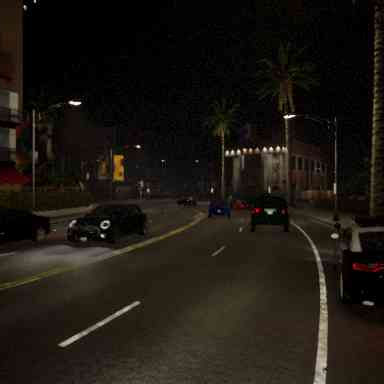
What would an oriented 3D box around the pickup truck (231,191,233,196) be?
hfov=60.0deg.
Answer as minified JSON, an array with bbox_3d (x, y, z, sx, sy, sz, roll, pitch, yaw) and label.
[{"bbox_3d":[11.490,1.070,75.492,2.390,2.098,6.274,0,0,37],"label":"pickup truck"}]

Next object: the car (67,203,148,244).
[{"bbox_3d":[-3.810,1.343,15.767,2.097,1.767,4.553,0,0,16],"label":"car"}]

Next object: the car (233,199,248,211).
[{"bbox_3d":[5.508,1.553,39.974,1.994,1.385,4.181,0,0,-7],"label":"car"}]

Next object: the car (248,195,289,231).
[{"bbox_3d":[4.757,1.217,20.725,2.150,2.045,5.566,0,0,11],"label":"car"}]

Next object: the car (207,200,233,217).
[{"bbox_3d":[2.446,1.468,30.818,1.882,1.535,5.008,0,0,3],"label":"car"}]

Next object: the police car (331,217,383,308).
[{"bbox_3d":[4.437,1.424,7.863,1.930,1.638,5.238,0,0,20],"label":"police car"}]

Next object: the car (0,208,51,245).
[{"bbox_3d":[-8.105,1.466,13.718,1.882,1.535,5.008,0,0,18],"label":"car"}]

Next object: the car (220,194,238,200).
[{"bbox_3d":[10.103,1.393,91.592,4.674,1.452,2.002,0,0,37],"label":"car"}]

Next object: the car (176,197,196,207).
[{"bbox_3d":[-0.928,1.471,50.535,2.128,1.511,4.902,0,0,-22],"label":"car"}]
